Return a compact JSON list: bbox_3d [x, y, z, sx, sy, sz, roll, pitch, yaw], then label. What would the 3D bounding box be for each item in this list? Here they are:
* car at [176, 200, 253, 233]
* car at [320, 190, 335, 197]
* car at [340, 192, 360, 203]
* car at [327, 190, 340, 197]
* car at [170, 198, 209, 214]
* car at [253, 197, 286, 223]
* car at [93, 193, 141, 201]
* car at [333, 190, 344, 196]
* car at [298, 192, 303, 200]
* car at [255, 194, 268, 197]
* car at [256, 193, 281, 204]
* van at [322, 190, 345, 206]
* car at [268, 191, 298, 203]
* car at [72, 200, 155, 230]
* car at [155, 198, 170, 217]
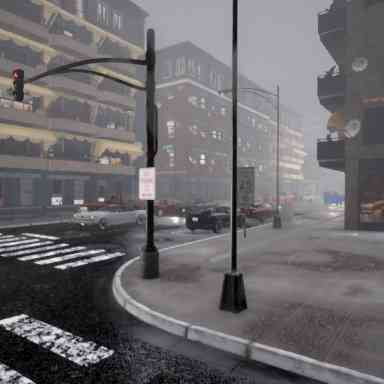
[{"bbox_3d":[1.349,1.348,18.003,1.947,1.339,4.313,2,2,35],"label":"car"},{"bbox_3d":[29.769,0.378,72.976,1.887,1.381,4.507,2,2,35],"label":"car"},{"bbox_3d":[23.782,0.763,49.897,1.887,1.381,4.507,2,2,35],"label":"car"},{"bbox_3d":[32.973,0.335,77.532,1.802,1.307,4.206,2,2,35],"label":"car"},{"bbox_3d":[0.484,1.203,26.873,1.994,1.385,4.181,1,1,34],"label":"car"},{"bbox_3d":[4.553,1.283,22.560,1.802,1.307,4.206,2,2,35],"label":"car"},{"bbox_3d":[-5.480,1.031,22.850,2.192,1.841,5.009,2,2,35],"label":"car"},{"bbox_3d":[36.178,0.255,82.089,1.802,1.307,4.206,2,2,35],"label":"car"},{"bbox_3d":[16.950,0.719,54.750,1.947,1.339,4.313,2,2,35],"label":"car"},{"bbox_3d":[5.736,1.012,34.309,1.837,1.490,4.892,1,1,35],"label":"car"},{"bbox_3d":[10.541,0.880,45.638,1.947,1.339,4.313,2,2,35],"label":"car"},{"bbox_3d":[17.375,0.721,40.780,1.690,1.788,3.998,2,2,35],"label":"van"},{"bbox_3d":[11.440,0.717,42.371,2.097,1.767,4.553,1,1,36],"label":"car"},{"bbox_3d":[-4.609,1.368,19.607,1.895,1.301,4.718,1,1,35],"label":"car"},{"bbox_3d":[-2.278,1.180,27.412,1.887,1.381,4.507,2,2,35],"label":"car"}]
